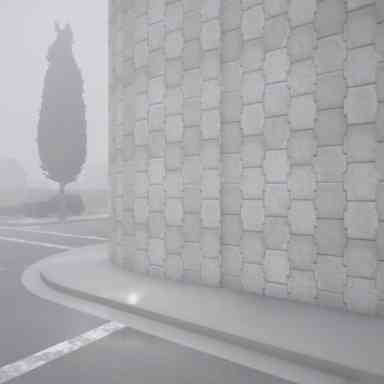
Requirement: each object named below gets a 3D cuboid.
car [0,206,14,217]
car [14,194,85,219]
[{"bbox_3d":[-15.717,1.597,31.024,1.895,1.301,4.718,0,0,35],"label":"car"},{"bbox_3d":[-12.315,1.222,29.780,2.150,2.045,5.566,0,0,35],"label":"car"}]
